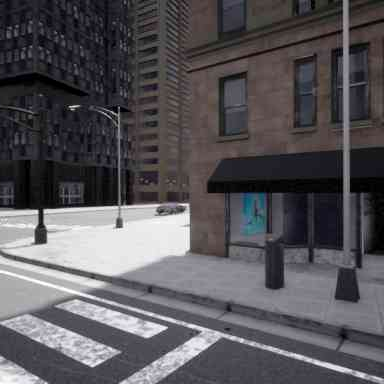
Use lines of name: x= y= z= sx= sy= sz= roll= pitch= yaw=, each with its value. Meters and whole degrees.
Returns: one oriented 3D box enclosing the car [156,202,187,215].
car: x=-2.365 y=1.889 z=39.159 sx=2.033 sy=1.411 sz=5.357 roll=0 pitch=-1 yaw=21
